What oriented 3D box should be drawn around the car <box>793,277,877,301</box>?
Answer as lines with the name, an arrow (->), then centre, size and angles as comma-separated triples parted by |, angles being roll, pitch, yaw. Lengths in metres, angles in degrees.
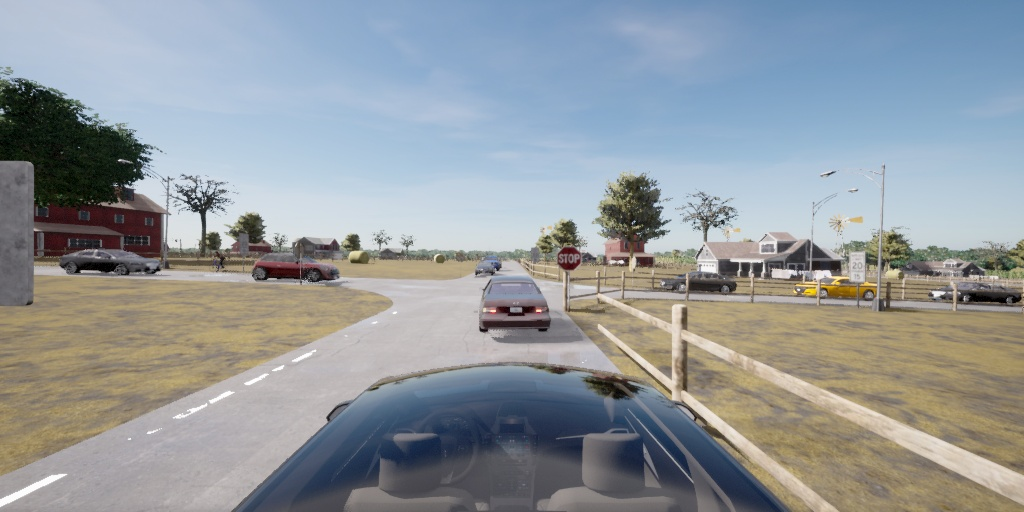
car -> 22.199, 2.155, 24.628 | 5.008, 1.535, 1.882 | 2, 0, 0

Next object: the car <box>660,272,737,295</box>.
car -> 12.708, 1.805, 24.570 | 4.892, 1.490, 1.837 | 2, 0, -2

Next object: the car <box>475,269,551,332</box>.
car -> -0.032, 1.299, 10.844 | 2.033, 1.411, 5.357 | 0, 0, -3

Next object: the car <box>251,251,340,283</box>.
car -> -13.044, 0.650, 21.869 | 4.553, 1.767, 2.097 | 2, 0, -4

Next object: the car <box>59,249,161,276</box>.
car -> -24.098, 0.377, 21.630 | 4.902, 1.511, 2.128 | 2, 0, 0

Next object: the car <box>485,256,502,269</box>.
car -> -2.824, 0.993, 48.958 | 2.150, 2.045, 5.566 | 0, 0, 0

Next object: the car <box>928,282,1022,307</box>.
car -> 31.675, 2.555, 24.632 | 4.902, 1.511, 2.128 | 2, 0, 0

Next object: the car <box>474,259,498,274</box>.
car -> -2.843, 1.290, 38.371 | 1.812, 1.442, 4.674 | 0, 0, 0

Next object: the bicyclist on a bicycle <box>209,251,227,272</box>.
bicyclist on a bicycle -> -22.612, 0.407, 27.619 | 0.582, 1.620, 1.656 | 2, 0, 0
